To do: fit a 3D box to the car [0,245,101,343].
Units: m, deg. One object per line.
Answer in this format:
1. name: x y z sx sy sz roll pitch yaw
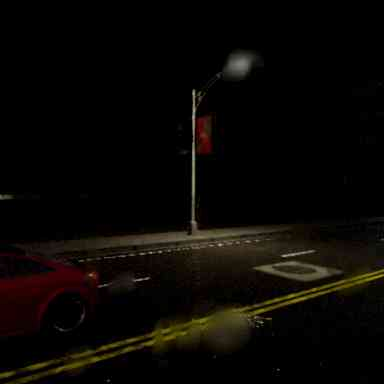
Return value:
1. car: -3.592 1.564 5.115 4.181 1.385 1.994 0 0 -36
